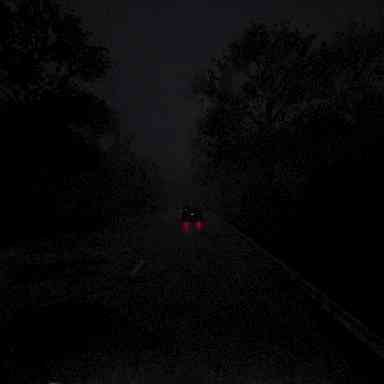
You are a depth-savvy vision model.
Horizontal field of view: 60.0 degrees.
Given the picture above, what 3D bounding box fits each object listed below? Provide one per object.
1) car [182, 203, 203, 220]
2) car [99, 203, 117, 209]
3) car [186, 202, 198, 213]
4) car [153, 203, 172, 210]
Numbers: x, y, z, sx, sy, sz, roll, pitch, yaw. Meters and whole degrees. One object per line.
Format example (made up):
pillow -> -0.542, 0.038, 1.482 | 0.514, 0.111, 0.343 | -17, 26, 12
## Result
car -> 0.032, 1.870, 32.603 | 2.128, 1.511, 4.902 | -1, -1, 0
car -> -19.153, 3.262, 75.654 | 4.902, 1.511, 2.128 | 0, -3, -3
car -> 0.001, 2.386, 52.116 | 1.882, 1.535, 5.008 | 0, -2, 0
car -> -6.889, 3.127, 73.501 | 5.008, 1.535, 1.882 | -1, -3, 30
